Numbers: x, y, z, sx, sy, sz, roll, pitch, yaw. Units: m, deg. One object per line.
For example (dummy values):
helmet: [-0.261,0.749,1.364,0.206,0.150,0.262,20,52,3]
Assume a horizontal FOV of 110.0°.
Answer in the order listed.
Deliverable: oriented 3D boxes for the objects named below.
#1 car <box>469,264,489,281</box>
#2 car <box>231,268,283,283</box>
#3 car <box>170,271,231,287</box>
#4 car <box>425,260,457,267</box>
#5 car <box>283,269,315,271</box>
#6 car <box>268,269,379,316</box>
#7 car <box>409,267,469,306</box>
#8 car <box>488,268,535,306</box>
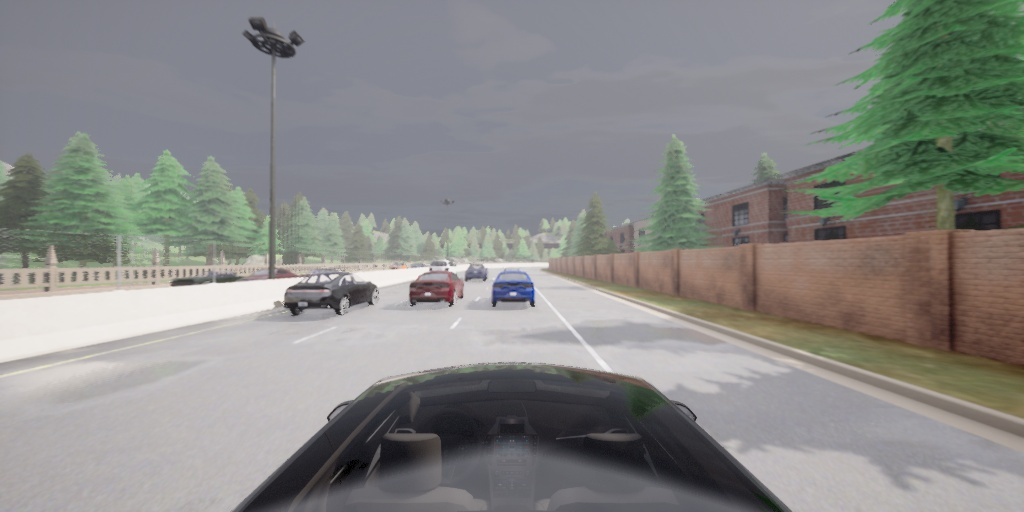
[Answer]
car: [-3.486,1.591,36.260,2.097,1.767,4.553,0,-1,0]
car: [-17.658,1.633,26.266,1.812,1.442,4.674,0,-1,0]
car: [-21.157,1.697,25.332,1.895,1.301,4.718,0,-1,0]
car: [-6.986,1.468,36.661,2.150,2.045,5.566,0,-1,0]
car: [-14.161,1.657,26.608,2.033,1.411,5.357,0,-1,0]
car: [-6.936,1.423,14.323,2.128,1.511,4.902,0,-1,0]
car: [-3.440,1.447,17.147,1.882,1.535,5.008,0,-1,0]
car: [0.059,1.445,17.158,1.882,1.535,5.008,0,-1,0]
